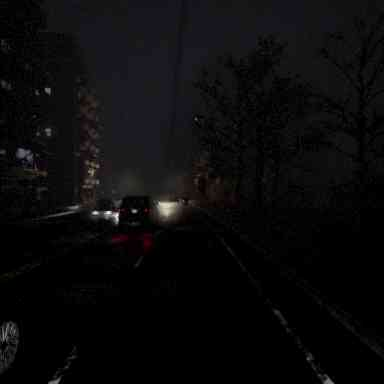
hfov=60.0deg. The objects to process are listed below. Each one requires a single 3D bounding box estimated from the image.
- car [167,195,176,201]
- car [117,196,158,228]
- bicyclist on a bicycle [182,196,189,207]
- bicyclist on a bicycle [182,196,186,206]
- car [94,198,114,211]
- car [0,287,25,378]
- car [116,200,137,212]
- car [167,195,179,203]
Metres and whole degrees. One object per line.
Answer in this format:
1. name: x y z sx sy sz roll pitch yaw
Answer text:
1. car: -5.198 1.510 84.321 1.882 1.535 5.008 0 0 -7
2. car: -3.570 1.269 22.806 2.150 2.045 5.566 0 0 -2
3. bicyclist on a bicycle: -0.741 1.456 46.676 0.659 1.776 1.843 0 0 -4
4. bicyclist on a bicycle: -1.426 1.552 55.823 0.582 1.620 1.656 0 0 -5
5. car: -11.248 1.566 42.811 1.882 1.535 5.008 0 0 -4
6. car: -3.175 1.498 2.596 2.128 1.511 4.902 0 0 0
7. car: -7.851 1.682 40.526 1.895 1.301 4.718 0 0 -3
8. car: -3.933 1.651 73.051 2.128 1.511 4.902 0 0 -6
